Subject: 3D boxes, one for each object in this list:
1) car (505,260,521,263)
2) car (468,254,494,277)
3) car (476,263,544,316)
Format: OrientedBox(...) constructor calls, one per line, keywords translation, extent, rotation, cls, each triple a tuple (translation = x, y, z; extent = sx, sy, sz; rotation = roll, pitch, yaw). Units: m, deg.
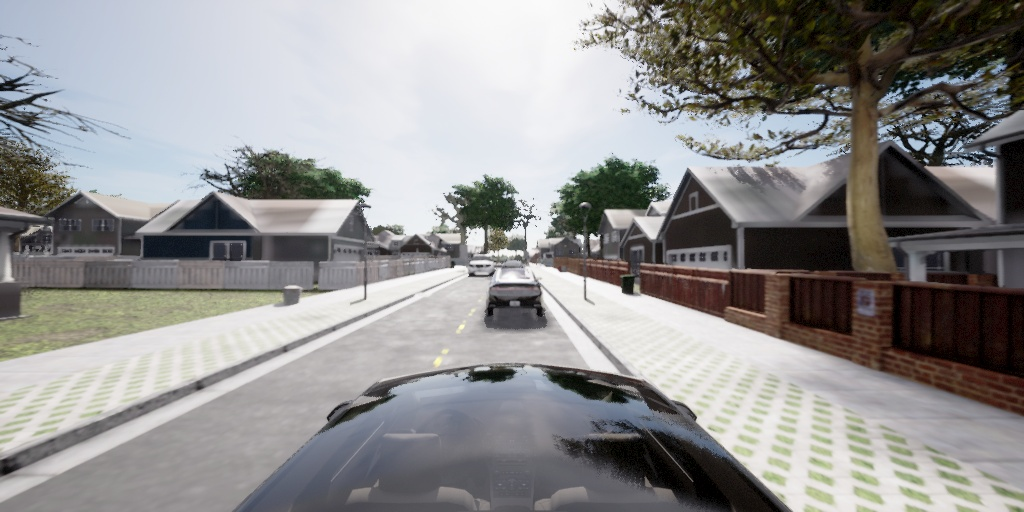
OrientedBox(translation=(0.087, 1.104, 30.395), extent=(1.882, 1.535, 5.008), rotation=(0, 0, 0), cls="car")
OrientedBox(translation=(-2.853, 0.844, 34.158), extent=(2.150, 2.045, 5.566), rotation=(0, 0, 0), cls="car")
OrientedBox(translation=(0.088, 1.178, 13.017), extent=(2.128, 1.511, 4.902), rotation=(0, 0, 0), cls="car")
